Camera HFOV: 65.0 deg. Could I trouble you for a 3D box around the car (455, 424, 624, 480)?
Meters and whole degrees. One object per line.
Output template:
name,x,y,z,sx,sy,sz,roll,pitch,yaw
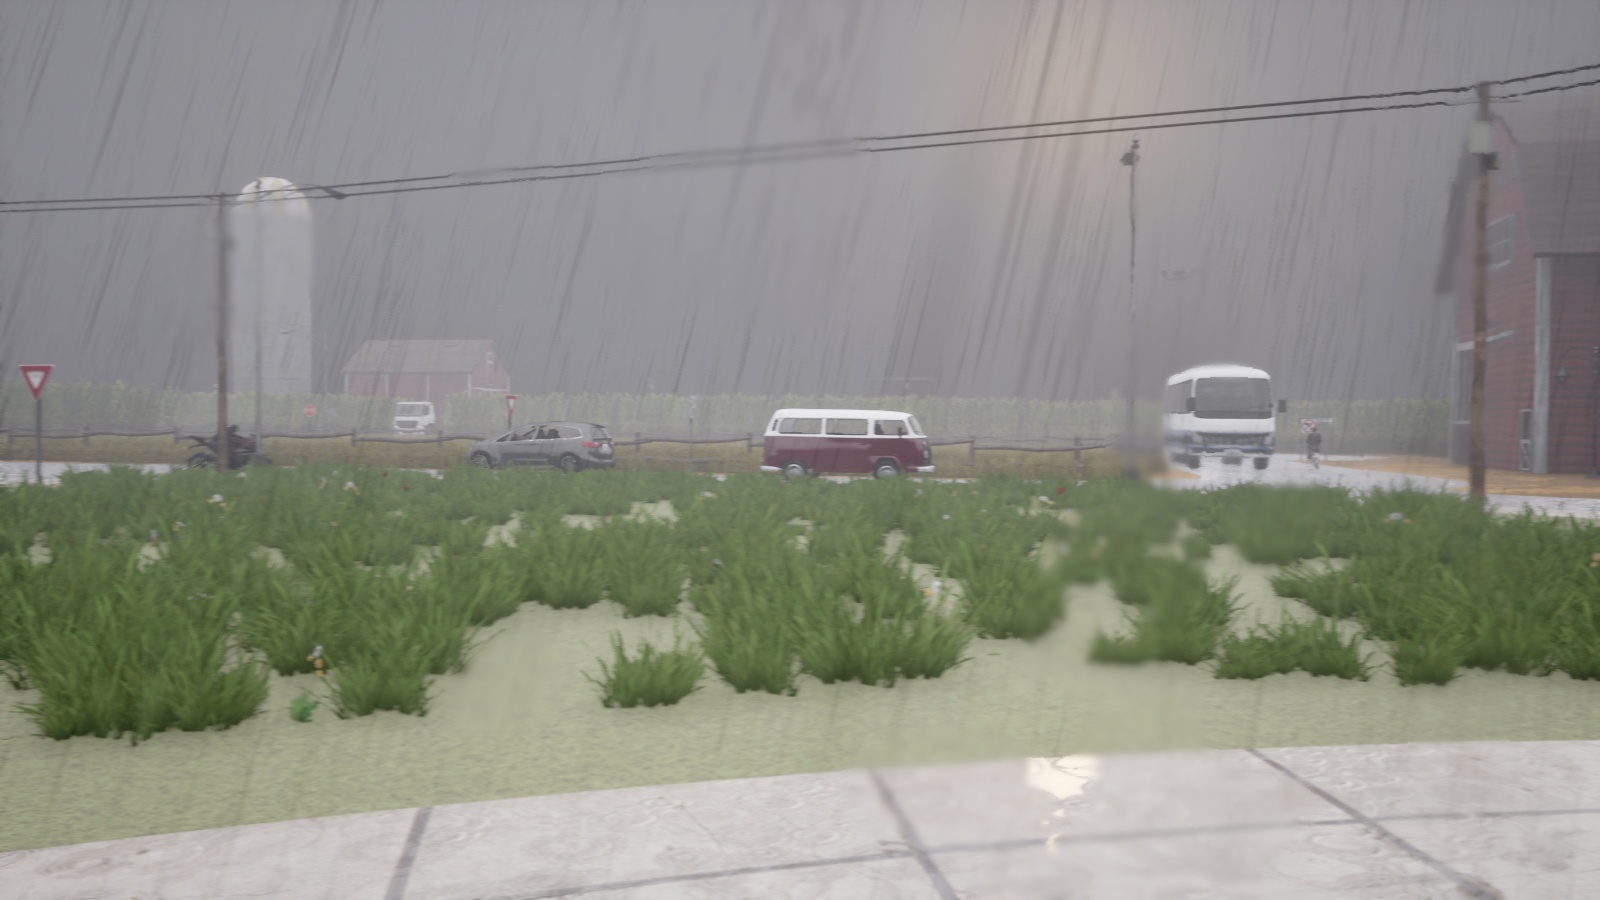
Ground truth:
car,-8.079,0.038,39.149,4.611,1.667,2.242,0,1,13

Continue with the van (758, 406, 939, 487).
van,1.324,-0.092,33.374,4.480,2.038,2.069,0,1,13

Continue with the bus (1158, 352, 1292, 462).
bus,18.071,-1.766,54.238,3.944,4.253,10.273,-1,1,10

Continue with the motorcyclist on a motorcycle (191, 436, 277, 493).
motorcyclist on a motorcycle,-16.158,0.384,35.912,2.191,1.530,0.866,-1,3,-23
